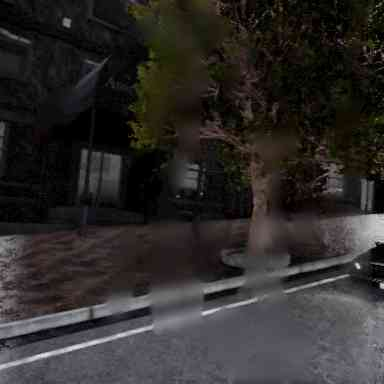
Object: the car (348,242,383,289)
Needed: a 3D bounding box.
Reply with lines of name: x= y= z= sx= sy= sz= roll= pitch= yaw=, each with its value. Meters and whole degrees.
car: x=6.182 y=1.566 z=8.398 sx=5.357 sy=1.411 sz=2.033 roll=0 pitch=0 yaw=-35
